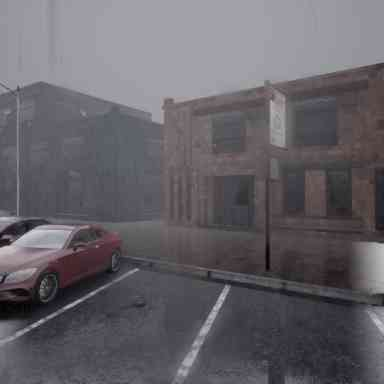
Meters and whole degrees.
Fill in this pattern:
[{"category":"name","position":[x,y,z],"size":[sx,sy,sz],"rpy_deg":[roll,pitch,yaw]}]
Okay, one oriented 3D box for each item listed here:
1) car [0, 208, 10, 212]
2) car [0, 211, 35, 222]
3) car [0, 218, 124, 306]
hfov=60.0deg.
[{"category":"car","position":[-8.244,1.366,11.746],"size":[2.185,1.767,4.553],"rpy_deg":[1,-1,15]},{"category":"car","position":[-5.792,1.518,9.982],"size":[2.163,1.488,4.792],"rpy_deg":[1,-1,15]},{"category":"car","position":[-3.311,1.527,8.310],"size":[2.002,1.452,4.674],"rpy_deg":[1,-1,15]}]
